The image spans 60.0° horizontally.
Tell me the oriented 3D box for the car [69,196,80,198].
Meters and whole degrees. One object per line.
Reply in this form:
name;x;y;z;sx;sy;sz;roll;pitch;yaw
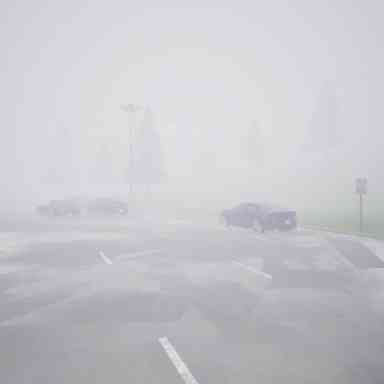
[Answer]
car;-13.072;1.107;37.626;5.357;1.411;2.033;0;1;33

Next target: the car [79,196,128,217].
car;-7.016;1.186;26.999;1.837;1.490;4.892;1;-1;-42

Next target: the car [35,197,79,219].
car;-10.524;1.298;25.924;1.895;1.301;4.718;-1;1;-44

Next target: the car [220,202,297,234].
car;3.380;1.260;17.933;1.882;1.535;5.008;0;1;-27
